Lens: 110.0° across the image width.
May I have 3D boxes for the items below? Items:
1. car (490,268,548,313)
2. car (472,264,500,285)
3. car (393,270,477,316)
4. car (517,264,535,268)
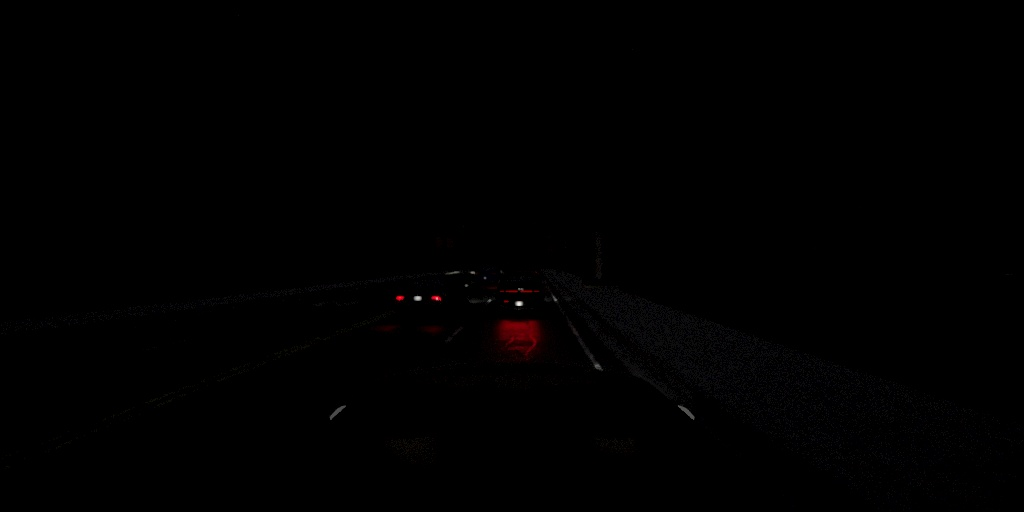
[{"bbox_3d":[0.400,1.417,14.891,1.837,1.490,4.892,0,0,4],"label":"car"},{"bbox_3d":[-1.973,1.613,30.799,1.882,1.535,5.008,0,-1,4],"label":"car"},{"bbox_3d":[-2.909,1.455,14.136,2.033,1.411,5.357,0,-1,3],"label":"car"},{"bbox_3d":[1.224,1.466,29.844,2.097,1.767,4.553,0,-1,4],"label":"car"}]
